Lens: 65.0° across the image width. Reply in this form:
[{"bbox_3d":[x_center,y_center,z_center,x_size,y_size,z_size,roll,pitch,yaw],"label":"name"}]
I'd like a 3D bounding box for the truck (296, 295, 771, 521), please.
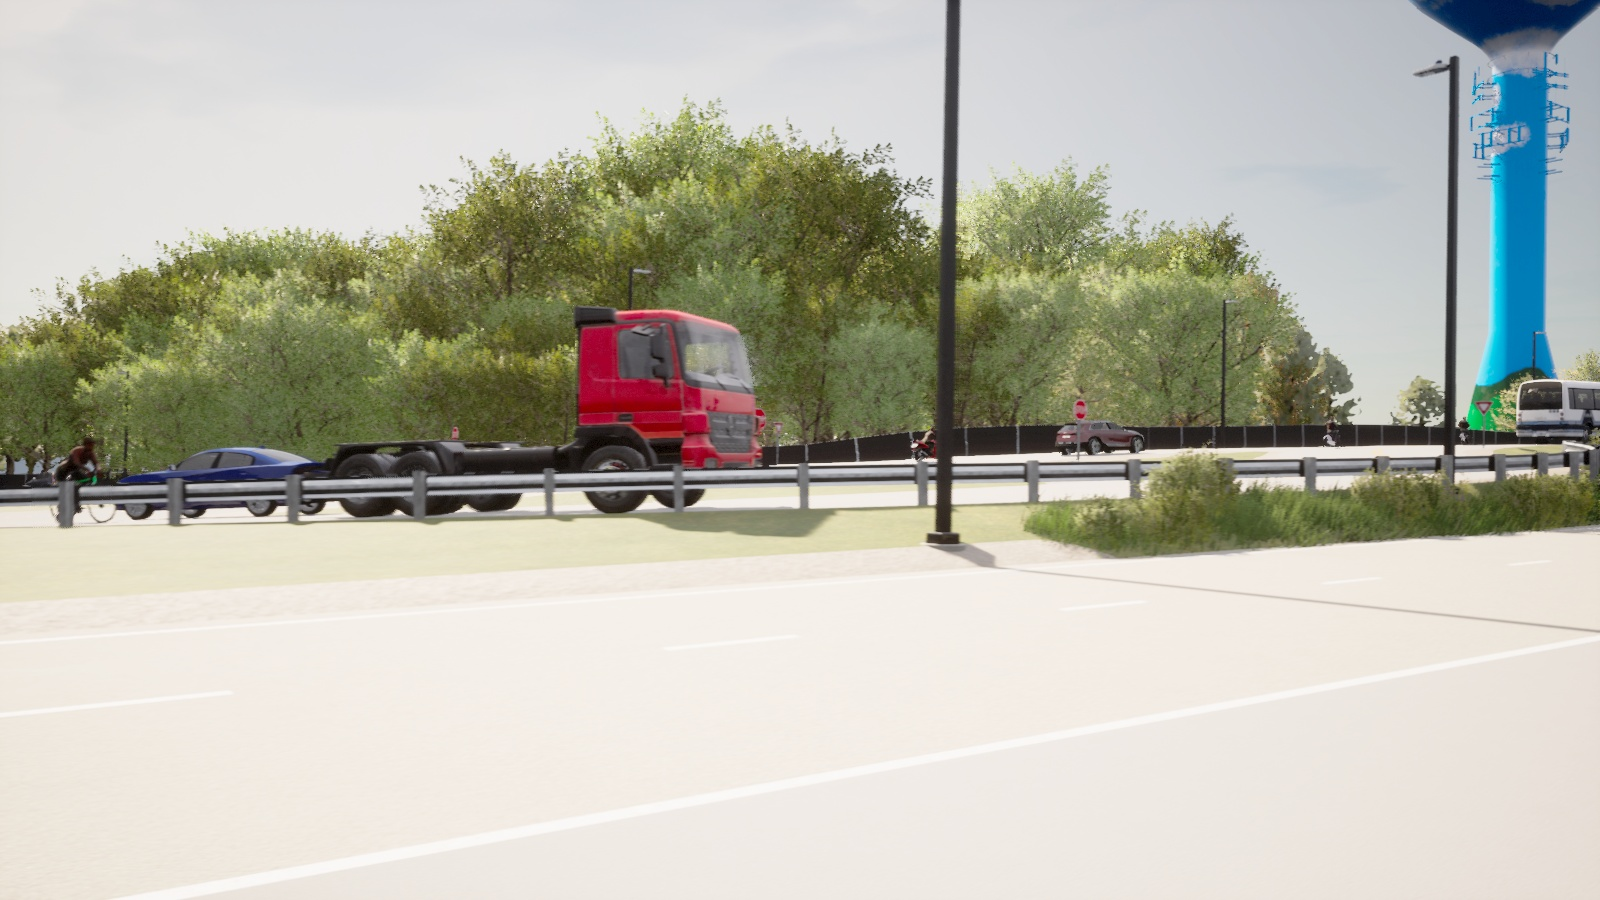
[{"bbox_3d":[-4.794,-0.582,22.593,7.936,3.462,2.891,-2,-1,19],"label":"truck"}]

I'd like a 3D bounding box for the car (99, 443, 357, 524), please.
[{"bbox_3d":[-12.411,0.751,27.325,5.008,1.535,1.882,-2,-2,14],"label":"car"}]

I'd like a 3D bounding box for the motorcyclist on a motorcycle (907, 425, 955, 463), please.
[{"bbox_3d":[5.543,-0.242,52.938,2.044,1.523,0.797,-3,2,-41],"label":"motorcyclist on a motorcycle"}]

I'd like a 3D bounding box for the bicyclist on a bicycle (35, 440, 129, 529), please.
[{"bbox_3d":[-13.558,0.651,23.716,1.656,1.620,0.582,-2,-2,19],"label":"bicyclist on a bicycle"}]

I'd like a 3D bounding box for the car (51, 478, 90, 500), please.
[{"bbox_3d":[-47.868,2.535,82.428,1.481,1.376,2.207,0,0,-7],"label":"car"}]

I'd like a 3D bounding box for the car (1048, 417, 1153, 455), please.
[{"bbox_3d":[14.105,-0.665,58.865,4.856,1.649,2.033,-2,1,-35],"label":"car"}]
